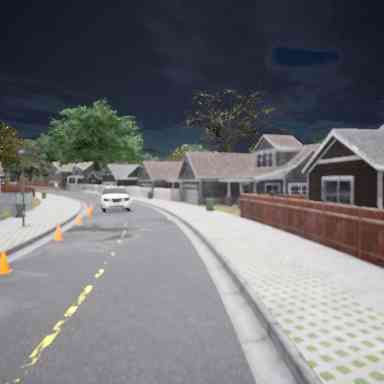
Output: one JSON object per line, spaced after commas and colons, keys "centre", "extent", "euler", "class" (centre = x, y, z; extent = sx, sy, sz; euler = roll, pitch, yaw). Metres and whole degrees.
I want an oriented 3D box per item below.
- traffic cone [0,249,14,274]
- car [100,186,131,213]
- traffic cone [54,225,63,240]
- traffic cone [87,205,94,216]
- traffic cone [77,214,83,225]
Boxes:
{"centre": [-4.818, 1.754, 8.518], "extent": [0.340, 0.580, 0.340], "euler": [0, 1, -5], "class": "traffic cone"}
{"centre": [-6.368, 0.509, 27.598], "extent": [2.150, 2.045, 5.566], "euler": [0, 2, -16], "class": "car"}
{"centre": [-5.366, 1.627, 13.369], "extent": [0.340, 0.580, 0.340], "euler": [0, 2, -8], "class": "traffic cone"}
{"centre": [-7.141, 1.371, 22.968], "extent": [0.340, 0.580, 0.340], "euler": [0, 2, -13], "class": "traffic cone"}
{"centre": [-6.141, 1.499, 18.189], "extent": [0.340, 0.580, 0.340], "euler": [0, 2, -10], "class": "traffic cone"}
